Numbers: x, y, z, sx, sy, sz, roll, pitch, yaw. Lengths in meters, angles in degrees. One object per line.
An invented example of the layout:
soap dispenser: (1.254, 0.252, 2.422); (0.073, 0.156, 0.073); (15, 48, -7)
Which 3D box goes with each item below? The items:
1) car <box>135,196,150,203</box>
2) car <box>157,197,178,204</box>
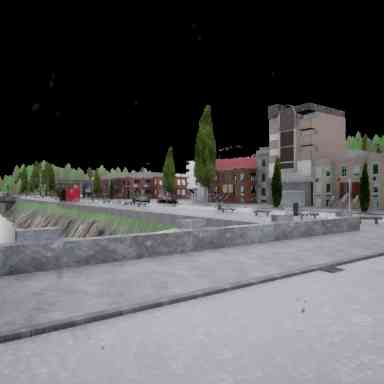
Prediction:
car: (-10.377, 1.561, 68.869); (1.994, 1.385, 4.181); (0, 0, -35)
car: (-4.574, 1.601, 60.735); (1.895, 1.301, 4.718); (0, 0, -35)
